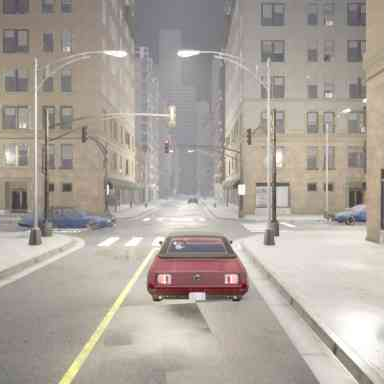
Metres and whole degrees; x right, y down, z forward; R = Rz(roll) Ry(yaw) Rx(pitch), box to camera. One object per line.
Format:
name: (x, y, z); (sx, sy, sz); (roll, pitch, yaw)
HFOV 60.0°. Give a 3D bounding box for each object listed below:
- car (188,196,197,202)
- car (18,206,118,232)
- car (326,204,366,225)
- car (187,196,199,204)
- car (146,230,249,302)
car: (0.109, 1.567, 75.151); (1.895, 1.301, 4.718); (0, 0, 0)
car: (-7.223, 1.562, 19.615); (5.357, 1.411, 2.033); (0, 0, 0)
car: (12.201, 1.512, 22.827); (5.357, 1.411, 2.033); (0, 0, 3)
car: (0.185, 1.510, 62.456); (1.812, 1.442, 4.674); (0, 0, 0)
car: (0.094, 1.601, 8.238); (1.895, 1.301, 4.718); (0, 0, 0)
